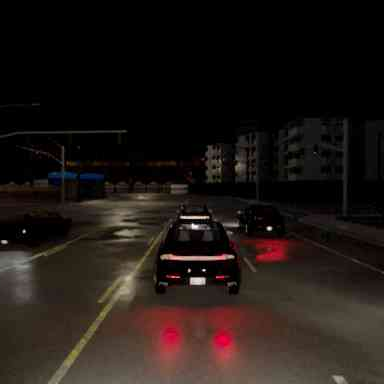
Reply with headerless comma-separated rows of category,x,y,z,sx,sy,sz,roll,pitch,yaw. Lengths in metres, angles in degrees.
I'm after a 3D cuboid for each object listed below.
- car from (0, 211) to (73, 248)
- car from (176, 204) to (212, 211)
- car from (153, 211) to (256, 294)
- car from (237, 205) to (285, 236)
car,-7.025,1.554,14.697,1.895,1.301,4.718,0,0,1
car,0.136,1.427,18.427,2.128,1.511,4.902,0,0,0
car,0.115,1.477,8.756,2.128,1.511,4.902,0,0,0
car,3.635,1.446,18.039,1.837,1.490,4.892,0,0,0
